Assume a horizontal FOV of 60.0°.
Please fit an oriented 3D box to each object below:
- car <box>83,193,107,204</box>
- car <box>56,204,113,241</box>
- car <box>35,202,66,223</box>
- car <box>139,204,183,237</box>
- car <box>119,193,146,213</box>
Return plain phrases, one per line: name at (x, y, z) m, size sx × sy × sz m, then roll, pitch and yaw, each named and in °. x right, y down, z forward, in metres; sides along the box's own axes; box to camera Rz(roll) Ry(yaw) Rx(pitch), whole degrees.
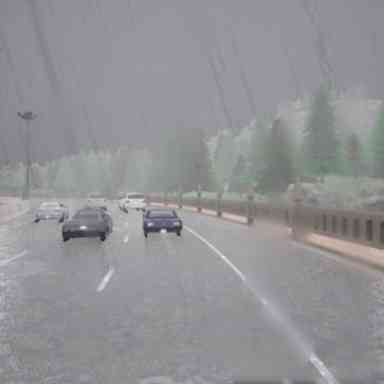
car at (-11.128, 1.109, 38.160) m, size 2.150 × 2.045 × 5.566 m, roll 0°, pitch 0°, yaw -21°
car at (-5.070, 1.516, 16.530) m, size 1.994 × 1.385 × 4.181 m, roll 0°, pitch 0°, yaw -9°
car at (-10.532, 1.461, 25.119) m, size 1.812 × 1.442 × 4.674 m, roll 0°, pitch 0°, yaw -15°
car at (-1.718, 1.538, 17.874) m, size 1.895 × 1.301 × 4.718 m, roll 0°, pitch 0°, yaw -10°
car at (-6.434, 1.106, 35.620) m, size 2.150 × 2.045 × 5.566 m, roll 0°, pitch 0°, yaw -20°
